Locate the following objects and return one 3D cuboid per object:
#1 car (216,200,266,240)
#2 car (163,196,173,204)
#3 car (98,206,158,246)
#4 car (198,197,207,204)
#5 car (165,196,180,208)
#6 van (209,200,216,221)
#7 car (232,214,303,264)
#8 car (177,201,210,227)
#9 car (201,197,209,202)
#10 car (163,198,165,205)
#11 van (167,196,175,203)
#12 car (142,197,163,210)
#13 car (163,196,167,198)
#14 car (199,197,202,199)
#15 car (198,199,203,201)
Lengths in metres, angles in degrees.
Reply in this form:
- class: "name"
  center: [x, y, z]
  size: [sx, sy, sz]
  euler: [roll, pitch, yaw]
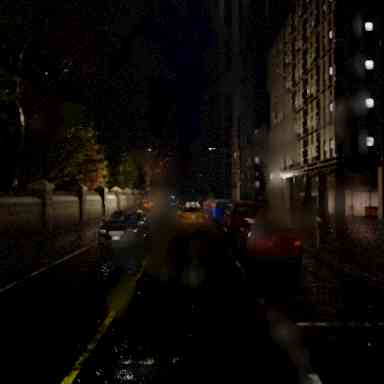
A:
- class: "car"
  center: [2.697, 1.471, 17.703]
  size: [2.192, 1.841, 5.009]
  euler: [0, 0, 0]
- class: "car"
  center: [-5.685, 1.924, 79.513]
  size: [2.192, 1.841, 5.009]
  euler: [1, 0, 0]
- class: "car"
  center: [-3.101, 1.634, 16.046]
  size: [2.128, 1.511, 4.902]
  euler: [0, 0, 0]
- class: "car"
  center: [2.694, 2.083, 85.071]
  size: [1.967, 1.590, 4.097]
  euler: [1, 0, 0]
- class: "car"
  center: [-3.063, 1.949, 56.764]
  size: [2.128, 1.511, 4.902]
  euler: [0, 0, 0]
- class: "van"
  center: [2.697, 1.589, 29.064]
  size: [1.690, 1.788, 3.998]
  euler: [1, 0, 0]
- class: "car"
  center: [2.696, 1.690, 12.017]
  size: [1.802, 1.307, 4.206]
  euler: [0, 0, 0]
- class: "car"
  center: [0.099, 1.668, 24.516]
  size: [1.801, 1.575, 5.366]
  euler: [0, -1, 0]
- class: "car"
  center: [2.695, 1.819, 46.107]
  size: [1.967, 1.590, 4.097]
  euler: [1, 0, 0]
- class: "car"
  center: [-5.686, 1.946, 51.658]
  size: [1.752, 1.417, 4.829]
  euler: [1, 0, 0]
- class: "van"
  center: [-5.686, 2.019, 90.740]
  size: [1.690, 1.788, 3.998]
  euler: [1, 0, 0]
- class: "car"
  center: [-5.684, 1.695, 46.148]
  size: [2.192, 1.841, 5.009]
  euler: [1, 0, 0]
- class: "car"
  center: [-5.684, 1.817, 63.196]
  size: [2.192, 1.841, 5.009]
  euler: [1, 0, 0]
- class: "car"
  center: [2.692, 2.190, 79.453]
  size: [1.802, 1.307, 4.206]
  euler: [1, 0, 0]
- class: "car"
  center: [0.090, 1.950, 42.065]
  size: [1.895, 1.301, 4.718]
  euler: [0, 0, 0]
